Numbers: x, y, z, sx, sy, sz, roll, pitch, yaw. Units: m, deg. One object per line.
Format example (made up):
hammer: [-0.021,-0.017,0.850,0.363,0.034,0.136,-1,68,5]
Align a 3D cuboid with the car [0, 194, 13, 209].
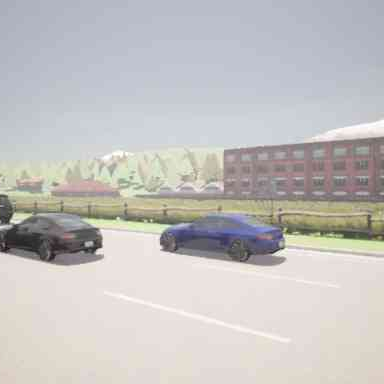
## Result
car: [-14.506,1.145,22.889,5.566,2.045,2.150,0,0,35]

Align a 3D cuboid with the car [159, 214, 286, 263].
car: [0.953,1.500,11.892,4.674,1.442,1.812,0,0,36]

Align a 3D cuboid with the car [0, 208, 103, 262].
car: [-5.154,1.490,11.946,4.674,1.442,1.812,0,0,35]
